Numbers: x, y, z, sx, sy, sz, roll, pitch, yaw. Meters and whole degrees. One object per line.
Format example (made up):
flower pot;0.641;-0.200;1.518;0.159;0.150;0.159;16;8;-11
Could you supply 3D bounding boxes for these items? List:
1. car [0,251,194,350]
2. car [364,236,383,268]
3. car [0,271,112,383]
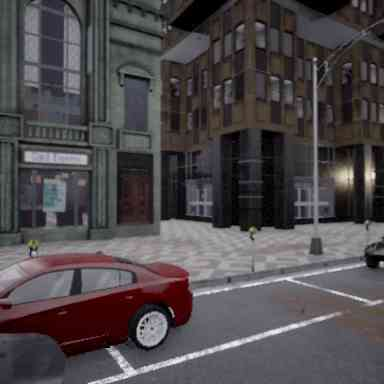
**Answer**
car;-2.120;1.630;4.922;4.507;1.381;1.887;1;-1;-32
car;7.483;1.774;10.825;4.313;1.339;1.947;1;-1;-32
car;-3.001;1.524;1.253;4.892;1.490;1.837;1;-1;-32
